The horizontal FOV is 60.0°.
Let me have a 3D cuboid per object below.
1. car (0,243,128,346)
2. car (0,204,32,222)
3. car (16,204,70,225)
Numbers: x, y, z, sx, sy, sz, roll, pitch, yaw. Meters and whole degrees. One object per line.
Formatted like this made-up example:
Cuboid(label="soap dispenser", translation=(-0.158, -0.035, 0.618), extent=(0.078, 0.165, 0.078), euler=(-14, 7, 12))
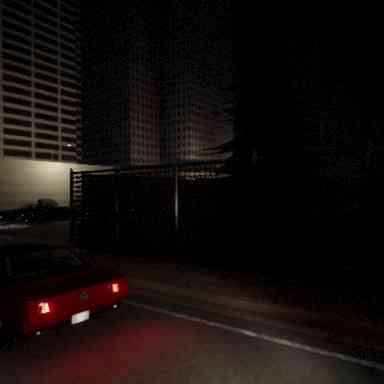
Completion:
Cuboid(label="car", translation=(-3.510, 1.687, 6.502), extent=(4.718, 1.301, 1.895), euler=(-1, -1, 37))
Cuboid(label="car", translation=(-14.112, 1.811, 29.179), extent=(2.128, 1.511, 4.902), euler=(-1, -1, 35))
Cuboid(label="car", translation=(-11.298, 1.874, 27.094), extent=(1.895, 1.301, 4.718), euler=(-1, -1, 35))
